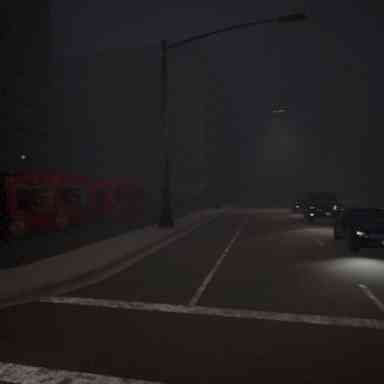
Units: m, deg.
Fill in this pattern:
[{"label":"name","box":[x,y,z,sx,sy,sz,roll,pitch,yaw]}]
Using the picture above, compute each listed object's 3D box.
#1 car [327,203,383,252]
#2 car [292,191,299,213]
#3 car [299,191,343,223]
[{"label":"car","box":[6.718,1.341,12.893,1.812,1.442,4.674,0,0,13]},{"label":"car","box":[11.284,0.950,33.388,2.150,2.045,5.566,0,0,13]},{"label":"car","box":[9.001,0.979,23.101,2.150,2.045,5.566,0,0,14]}]
